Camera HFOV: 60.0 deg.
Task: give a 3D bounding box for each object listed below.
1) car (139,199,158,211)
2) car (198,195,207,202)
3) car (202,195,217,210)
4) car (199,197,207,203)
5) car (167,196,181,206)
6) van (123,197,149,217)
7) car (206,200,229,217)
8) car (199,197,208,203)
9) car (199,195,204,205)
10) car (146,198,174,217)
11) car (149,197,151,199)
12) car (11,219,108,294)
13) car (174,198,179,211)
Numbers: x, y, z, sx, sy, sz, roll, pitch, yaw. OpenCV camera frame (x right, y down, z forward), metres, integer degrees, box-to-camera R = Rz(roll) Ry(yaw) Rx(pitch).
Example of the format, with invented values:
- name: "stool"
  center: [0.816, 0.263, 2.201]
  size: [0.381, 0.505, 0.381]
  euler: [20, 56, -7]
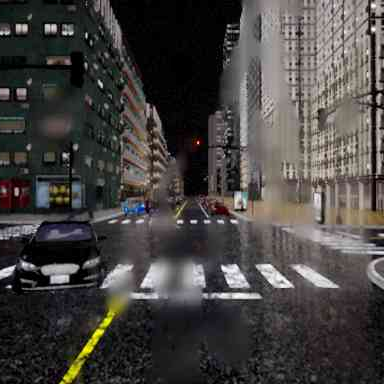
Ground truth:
- name: "car"
  center: [-5.678, 1.722, 44.092]
  size: [1.887, 1.381, 4.507]
  euler: [0, 0, 0]
- name: "car"
  center: [2.709, 1.696, 88.311]
  size: [2.192, 1.841, 5.009]
  euler: [0, 0, 0]
- name: "car"
  center: [2.704, 1.617, 44.091]
  size: [1.967, 1.590, 4.097]
  euler: [0, 0, 0]
- name: "car"
  center: [2.707, 1.936, 82.782]
  size: [1.802, 1.307, 4.206]
  euler: [0, 0, 0]
- name: "car"
  center: [-3.050, 1.816, 61.021]
  size: [1.994, 1.385, 4.181]
  euler: [0, 0, 1]
- name: "van"
  center: [-5.678, 1.472, 33.037]
  size: [1.690, 1.788, 3.998]
  euler: [0, 0, 0]
- name: "car"
  center: [2.701, 1.713, 33.034]
  size: [1.802, 1.307, 4.206]
  euler: [0, 0, 0]
- name: "car"
  center: [2.707, 1.873, 77.255]
  size: [1.887, 1.381, 4.507]
  euler: [0, 0, 0]
- name: "car"
  center: [2.705, 1.690, 60.673]
  size: [1.967, 1.590, 4.097]
  euler: [0, 0, 0]
- name: "car"
  center: [-3.086, 1.636, 32.989]
  size: [1.837, 1.490, 4.892]
  euler: [0, 0, 0]
- name: "car"
  center: [-5.677, 1.469, 38.565]
  size: [2.192, 1.841, 5.009]
  euler: [0, 0, 0]
- name: "car"
  center: [-3.453, 1.526, 9.132]
  size: [2.128, 1.511, 4.902]
  euler: [1, 0, -18]
- name: "car"
  center: [-3.081, 1.777, 44.008]
  size: [1.895, 1.301, 4.718]
  euler: [0, 0, 0]
